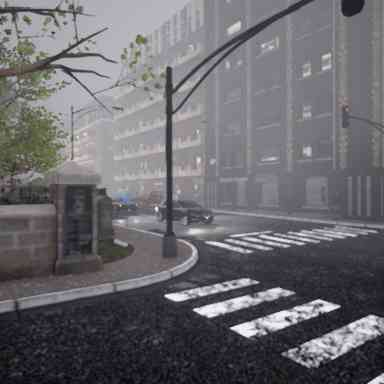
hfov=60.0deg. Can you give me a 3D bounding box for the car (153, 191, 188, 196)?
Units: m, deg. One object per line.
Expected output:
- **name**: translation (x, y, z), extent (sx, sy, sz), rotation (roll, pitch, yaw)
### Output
- **car**: translation (-1.682, 0.952, 32.468), extent (1.967, 1.590, 4.097), rotation (1, 1, -36)

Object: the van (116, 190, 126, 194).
- **van**: translation (-8.205, 0.657, 41.379), extent (1.690, 1.788, 3.998), rotation (1, 1, -36)

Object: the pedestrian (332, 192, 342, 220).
- **pedestrian**: translation (9.589, 0.904, 22.032), extent (0.375, 1.860, 0.375), rotation (1, -1, -36)

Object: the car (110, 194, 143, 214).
- **car**: translation (-6.517, 1.141, 29.249), extent (1.895, 1.301, 4.718), rotation (0, 1, -36)

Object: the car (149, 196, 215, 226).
- **car**: translation (-0.558, 1.225, 21.109), extent (1.837, 1.490, 4.892), rotation (0, 1, -36)

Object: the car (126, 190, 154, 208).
- **car**: translation (-4.942, 0.729, 36.923), extent (2.192, 1.841, 5.009), rotation (1, 1, -36)
